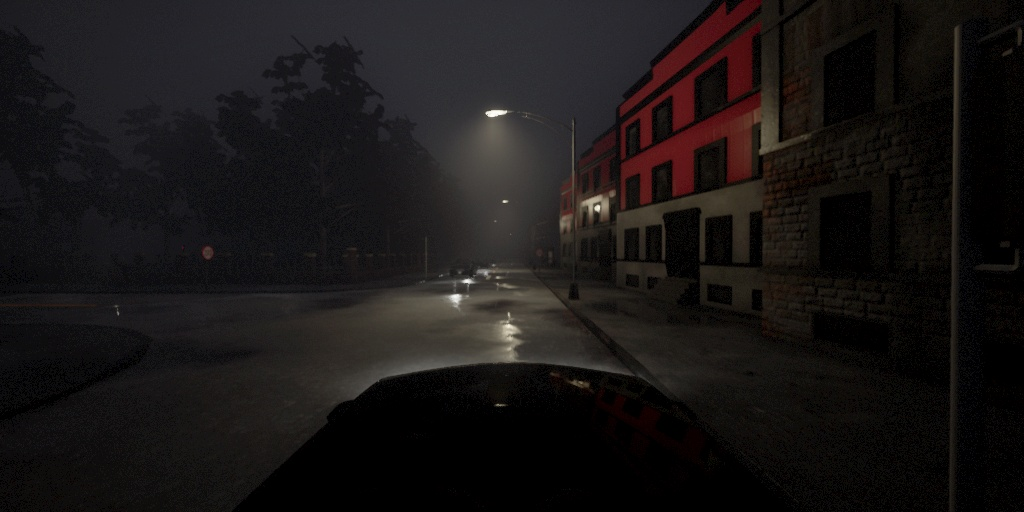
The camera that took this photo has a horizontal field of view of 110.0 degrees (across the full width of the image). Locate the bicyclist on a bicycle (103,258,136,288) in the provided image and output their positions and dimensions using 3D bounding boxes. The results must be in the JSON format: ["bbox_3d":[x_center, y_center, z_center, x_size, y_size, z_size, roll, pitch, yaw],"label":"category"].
[{"bbox_3d":[-21.808,0.933,19.941,0.582,1.620,1.656,0,1,0],"label":"bicyclist on a bicycle"}]

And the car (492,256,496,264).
[{"bbox_3d":[-3.858,0.763,63.479,1.994,1.385,4.181,0,1,0],"label":"car"}]

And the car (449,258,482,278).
[{"bbox_3d":[-4.029,0.981,30.172,2.128,1.511,4.902,0,1,0],"label":"car"}]

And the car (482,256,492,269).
[{"bbox_3d":[-3.987,0.950,45.724,1.895,1.301,4.718,0,1,0],"label":"car"}]
